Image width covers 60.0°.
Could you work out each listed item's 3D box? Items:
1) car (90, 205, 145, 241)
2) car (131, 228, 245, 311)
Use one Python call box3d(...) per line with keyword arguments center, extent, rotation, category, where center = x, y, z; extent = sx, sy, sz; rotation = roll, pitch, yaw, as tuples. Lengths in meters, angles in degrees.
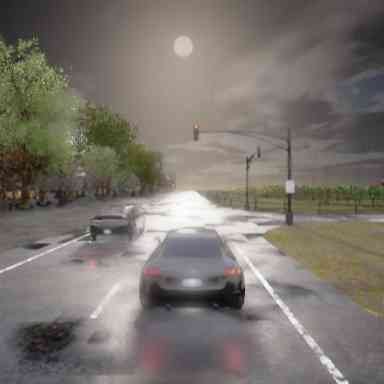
box3d(center=(-3.414, 1.390, 15.984), extent=(2.128, 1.511, 4.902), rotation=(0, 0, 0), category="car")
box3d(center=(0.011, 1.514, 7.723), extent=(1.994, 1.385, 4.181), rotation=(0, 0, 0), category="car")
